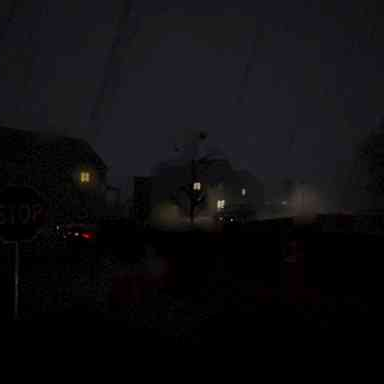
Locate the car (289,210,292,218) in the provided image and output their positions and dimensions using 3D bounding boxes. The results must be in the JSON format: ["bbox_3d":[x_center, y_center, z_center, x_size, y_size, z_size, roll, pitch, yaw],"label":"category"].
[{"bbox_3d":[14.966,2.886,46.173,2.128,1.511,4.902,1,-1,35],"label":"car"}]

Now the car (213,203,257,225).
[{"bbox_3d":[4.108,2.026,30.939,2.150,2.045,5.566,1,-1,35],"label":"car"}]

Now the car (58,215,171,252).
[{"bbox_3d":[-3.256,1.912,15.981,2.033,1.411,5.357,1,-1,40],"label":"car"}]

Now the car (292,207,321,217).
[{"bbox_3d":[14.394,2.751,40.509,2.128,1.511,4.902,1,-1,36],"label":"car"}]

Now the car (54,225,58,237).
[{"bbox_3d":[-4.950,1.951,18.108,1.895,1.301,4.718,1,-1,35],"label":"car"}]
